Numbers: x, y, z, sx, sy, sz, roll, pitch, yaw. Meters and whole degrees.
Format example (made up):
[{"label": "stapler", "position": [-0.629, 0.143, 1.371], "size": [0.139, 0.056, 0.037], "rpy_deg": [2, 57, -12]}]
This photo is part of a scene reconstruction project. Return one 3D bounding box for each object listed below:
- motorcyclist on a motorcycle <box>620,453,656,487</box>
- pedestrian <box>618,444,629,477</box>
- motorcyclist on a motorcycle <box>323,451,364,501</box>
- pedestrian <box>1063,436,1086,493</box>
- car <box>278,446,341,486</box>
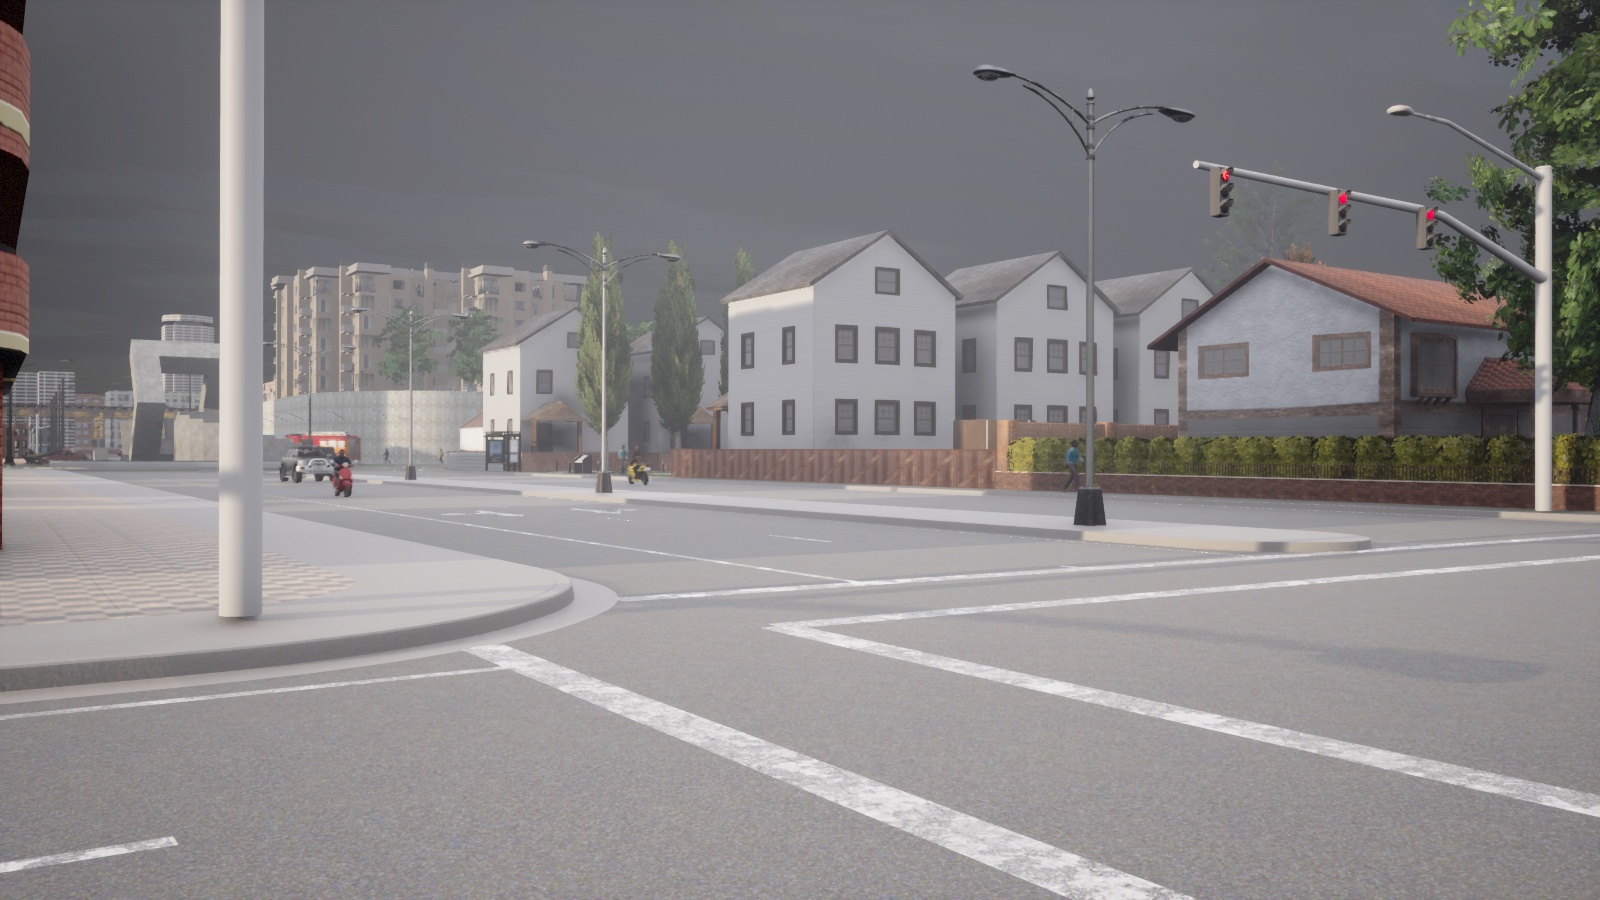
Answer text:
[{"label": "motorcyclist on a motorcycle", "position": [-7.378, 0.882, 56.957], "size": [0.797, 1.523, 2.044], "rpy_deg": [0, 0, -33]}, {"label": "pedestrian", "position": [-10.304, 0.601, 73.347], "size": [0.396, 1.930, 0.692], "rpy_deg": [0, 0, -26]}, {"label": "motorcyclist on a motorcycle", "position": [-15.054, 0.831, 41.364], "size": [0.866, 1.590, 1.817], "rpy_deg": [0, 0, -33]}, {"label": "pedestrian", "position": [9.344, 0.485, 42.765], "size": [0.396, 1.930, 0.692], "rpy_deg": [0, 0, -32]}, {"label": "car", "position": [-23.855, 0.761, 61.033], "size": [1.932, 1.855, 4.605], "rpy_deg": [0, 0, -33]}]
